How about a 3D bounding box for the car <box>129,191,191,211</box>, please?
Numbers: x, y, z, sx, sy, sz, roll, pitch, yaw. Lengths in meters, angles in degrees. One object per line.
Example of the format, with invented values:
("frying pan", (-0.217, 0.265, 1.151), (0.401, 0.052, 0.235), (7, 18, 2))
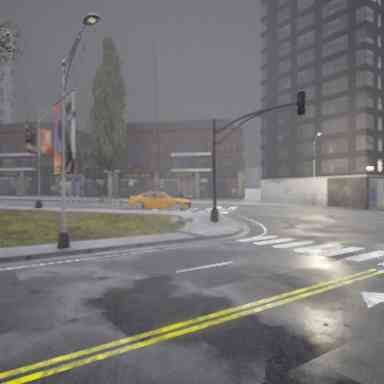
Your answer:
("car", (-2.528, 0.732, 26.488), (5.008, 1.535, 1.882), (1, 0, 11))
